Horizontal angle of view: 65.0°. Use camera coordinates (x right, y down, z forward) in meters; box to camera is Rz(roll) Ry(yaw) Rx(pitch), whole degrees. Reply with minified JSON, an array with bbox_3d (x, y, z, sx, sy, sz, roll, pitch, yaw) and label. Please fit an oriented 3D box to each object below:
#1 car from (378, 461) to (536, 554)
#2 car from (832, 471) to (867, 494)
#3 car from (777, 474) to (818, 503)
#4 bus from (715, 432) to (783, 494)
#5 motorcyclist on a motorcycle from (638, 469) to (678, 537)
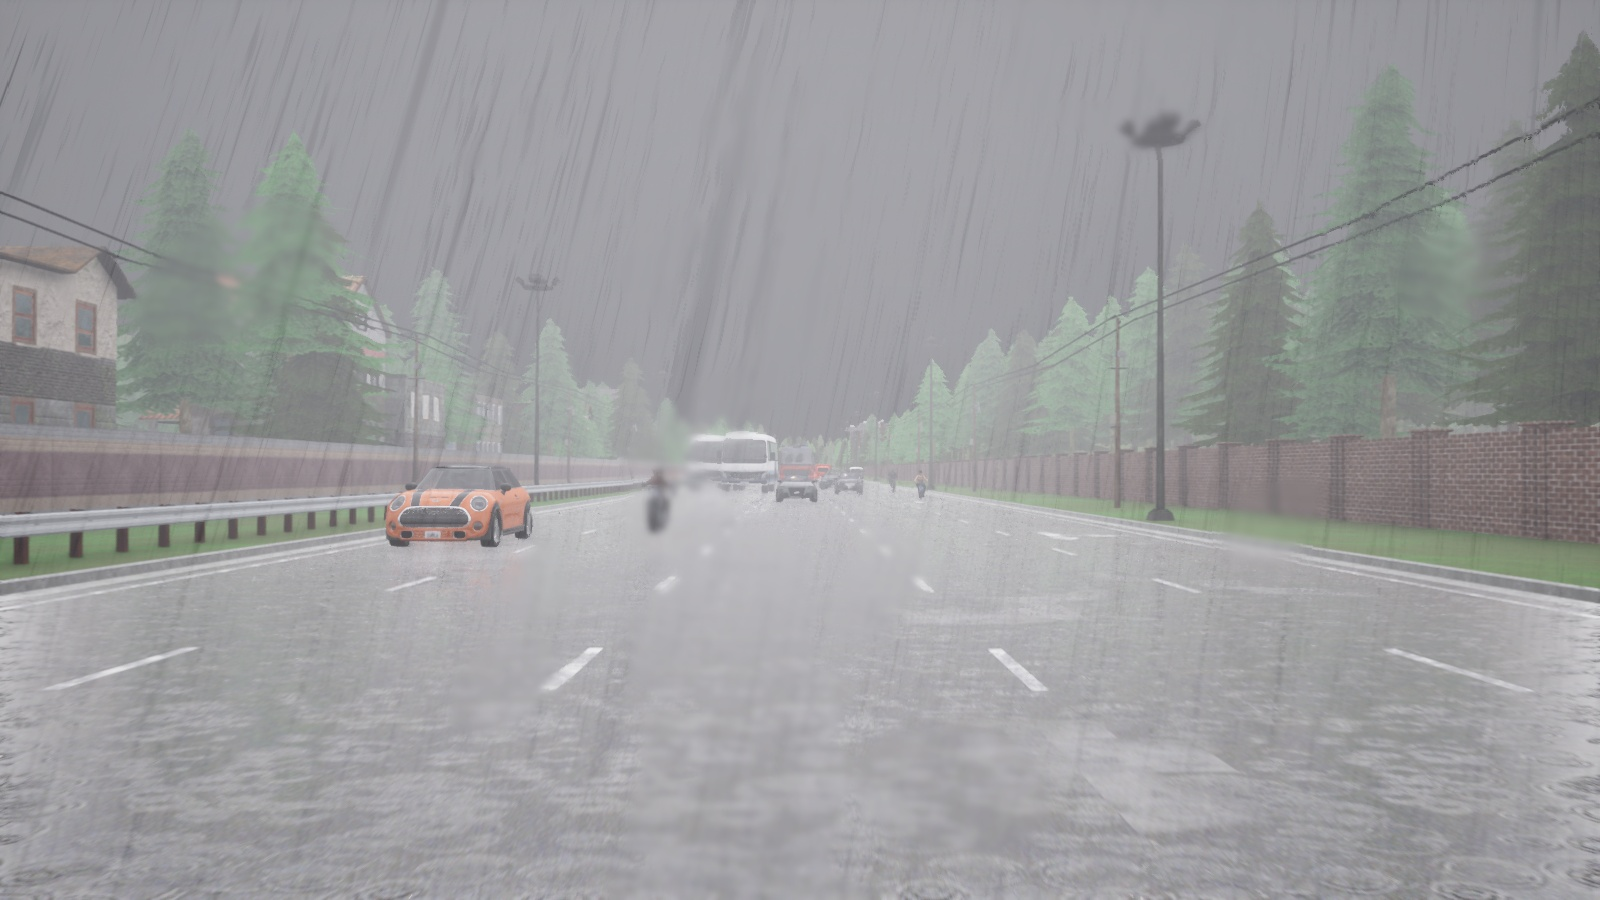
[{"bbox_3d":[-7.063,1.139,26.380,2.097,1.767,4.553,0,-1,0],"label":"car"},{"bbox_3d":[3.302,2.161,84.283,2.128,1.511,4.902,0,-1,0],"label":"car"},{"bbox_3d":[-0.148,1.933,63.332,1.994,1.385,4.181,0,-1,0],"label":"car"},{"bbox_3d":[-3.603,0.977,91.834,3.944,4.253,10.273,0,-1,3],"label":"bus"},{"bbox_3d":[-3.575,1.308,31.759,0.766,1.649,2.350,0,-1,0],"label":"motorcyclist on a motorcycle"}]
